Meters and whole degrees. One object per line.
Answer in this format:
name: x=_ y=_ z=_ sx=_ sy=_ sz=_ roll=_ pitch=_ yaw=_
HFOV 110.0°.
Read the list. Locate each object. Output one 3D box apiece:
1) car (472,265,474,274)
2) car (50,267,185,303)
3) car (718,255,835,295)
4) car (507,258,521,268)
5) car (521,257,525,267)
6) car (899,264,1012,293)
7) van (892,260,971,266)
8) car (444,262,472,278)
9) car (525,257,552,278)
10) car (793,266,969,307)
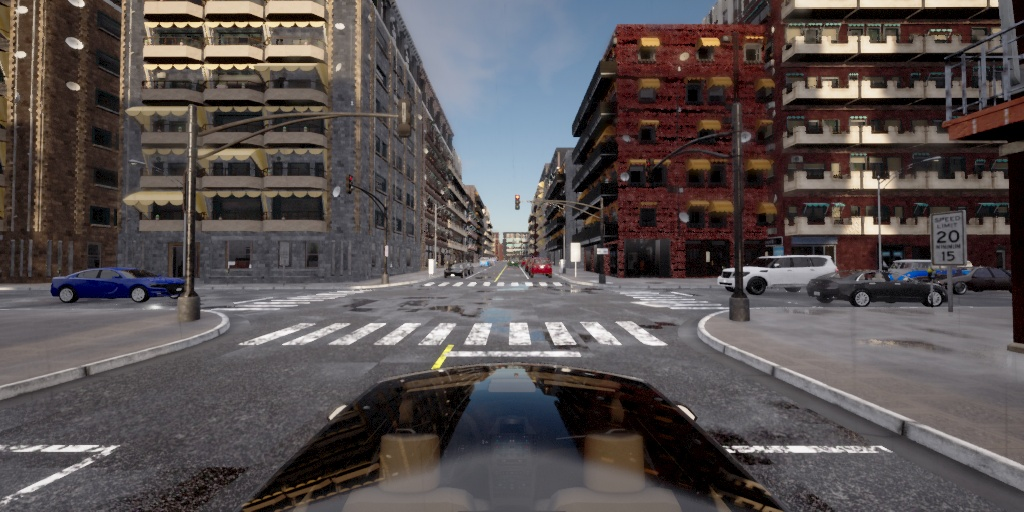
car: x=-5.232 y=1.331 z=39.461 sx=1.948 sy=1.339 sz=4.313 roll=0 pitch=0 yaw=0
car: x=-17.582 y=1.255 z=16.242 sx=5.008 sy=1.535 sz=1.882 roll=0 pitch=-1 yaw=0
car: x=14.066 y=0.969 z=19.046 sx=5.566 sy=2.045 sz=2.150 roll=0 pitch=-1 yaw=0
car: x=0.233 y=1.178 z=64.447 sx=2.097 sy=1.767 sz=4.553 roll=0 pitch=0 yaw=0
car: x=2.661 y=1.086 z=45.051 sx=2.192 sy=1.841 sz=5.009 roll=0 pitch=0 yaw=0
car: x=24.318 y=1.271 z=18.989 sx=5.357 sy=1.411 sz=2.033 roll=0 pitch=-1 yaw=0
van: x=24.946 y=1.115 z=21.438 sx=3.998 sy=1.789 sz=1.690 roll=0 pitch=0 yaw=0
car: x=-5.244 y=1.328 z=33.900 sx=1.948 sy=1.339 sz=4.313 roll=0 pitch=0 yaw=0
car: x=2.637 y=1.077 z=33.928 sx=2.192 sy=1.841 sz=5.009 roll=0 pitch=0 yaw=0
car: x=13.771 y=1.185 z=13.610 sx=4.403 sy=1.370 sz=2.007 roll=0 pitch=0 yaw=0
